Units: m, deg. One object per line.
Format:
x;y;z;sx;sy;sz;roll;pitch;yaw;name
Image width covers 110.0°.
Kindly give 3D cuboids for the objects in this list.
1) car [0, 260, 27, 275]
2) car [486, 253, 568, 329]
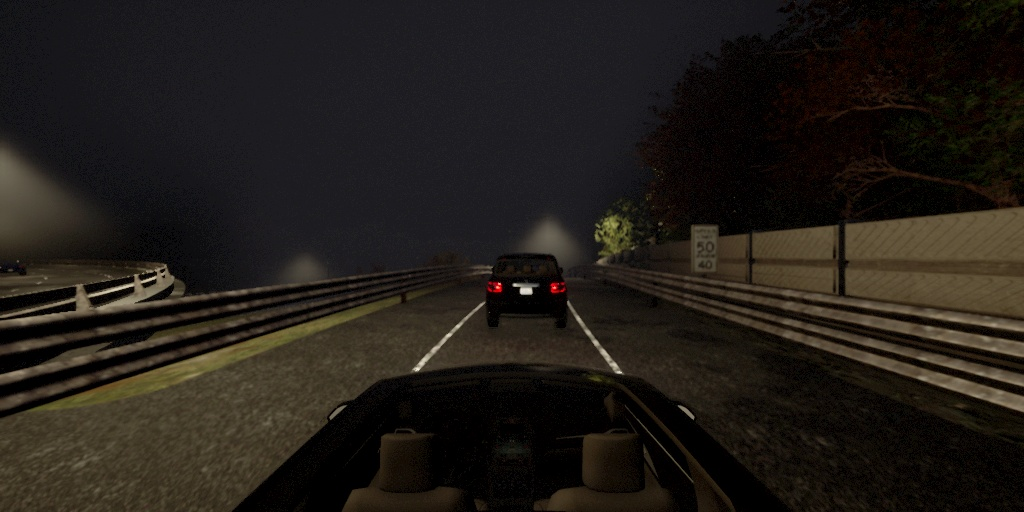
-48.069;1.137;34.257;4.674;1.442;1.812;0;0;33;car
0.482;0.933;11.322;2.150;2.045;5.566;0;0;3;car
